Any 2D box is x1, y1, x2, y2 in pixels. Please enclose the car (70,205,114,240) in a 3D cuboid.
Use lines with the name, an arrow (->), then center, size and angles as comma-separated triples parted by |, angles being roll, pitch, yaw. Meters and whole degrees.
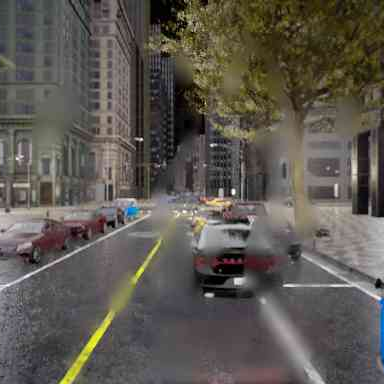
car -> -5.740, 1.626, 17.453 | 1.887, 1.381, 4.507 | 0, 0, 0

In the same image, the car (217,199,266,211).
car -> 2.785, 1.398, 17.797 | 2.192, 1.841, 5.009 | 0, 0, 0

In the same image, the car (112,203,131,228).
car -> -5.733, 1.673, 22.866 | 1.947, 1.339, 4.313 | 0, 0, 0

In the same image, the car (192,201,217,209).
car -> 0.926, 1.543, 18.839 | 1.801, 1.575, 5.366 | 0, 0, 0

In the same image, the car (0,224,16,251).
car -> -5.755, 1.581, 6.627 | 2.008, 1.369, 4.403 | 0, 0, 0

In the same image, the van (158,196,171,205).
van -> -5.687, 1.677, 66.264 | 1.690, 1.788, 3.998 | 0, 0, 0

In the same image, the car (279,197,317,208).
car -> 14.432, 1.450, 45.371 | 4.902, 1.511, 2.128 | -1, 0, 1

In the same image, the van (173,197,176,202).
van -> -5.661, 1.773, 82.839 | 1.690, 1.788, 3.998 | 0, 0, 0

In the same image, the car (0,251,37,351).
car -> -2.998, 1.499, 1.637 | 2.128, 1.511, 4.902 | 0, 0, 0

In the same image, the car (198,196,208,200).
car -> 3.778, 1.639, 43.816 | 5.008, 1.535, 1.882 | -2, 1, -27

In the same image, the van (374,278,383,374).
van -> 2.763, 1.350, 1.931 | 1.690, 1.788, 3.998 | 0, 0, 0

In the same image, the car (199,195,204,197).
car -> 2.877, 1.912, 71.758 | 1.887, 1.381, 4.507 | 0, 0, 0

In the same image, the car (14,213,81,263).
car -> -5.748, 1.637, 12.039 | 1.802, 1.307, 4.206 | 0, 0, 0

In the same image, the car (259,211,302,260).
car -> 2.778, 1.609, 12.507 | 2.008, 1.369, 4.403 | 0, 0, 0

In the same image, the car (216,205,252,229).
car -> 2.793, 1.654, 23.085 | 1.887, 1.381, 4.507 | 0, 0, 0

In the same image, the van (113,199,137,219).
van -> -5.726, 1.475, 28.280 | 1.690, 1.788, 3.998 | 0, 0, 0

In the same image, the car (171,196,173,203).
car -> -5.678, 1.912, 71.788 | 1.887, 1.381, 4.507 | 0, 0, 0

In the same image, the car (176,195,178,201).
car -> -5.643, 2.079, 93.887 | 1.802, 1.307, 4.206 | 0, 0, 0

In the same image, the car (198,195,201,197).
car -> 2.884, 1.944, 77.283 | 1.887, 1.381, 4.507 | 0, 0, 0

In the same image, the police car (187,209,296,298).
police car -> 0.912, 1.466, 8.759 | 1.930, 1.638, 5.238 | 0, 0, 0
